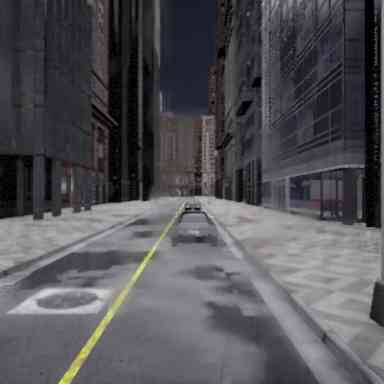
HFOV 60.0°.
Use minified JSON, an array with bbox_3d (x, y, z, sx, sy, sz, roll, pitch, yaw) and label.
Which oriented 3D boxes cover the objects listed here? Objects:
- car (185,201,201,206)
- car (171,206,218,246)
[{"bbox_3d":[0.097,1.647,38.894,1.895,1.301,4.718,0,0,0],"label":"car"},{"bbox_3d":[0.098,1.576,15.310,1.994,1.385,4.181,0,0,0],"label":"car"}]
